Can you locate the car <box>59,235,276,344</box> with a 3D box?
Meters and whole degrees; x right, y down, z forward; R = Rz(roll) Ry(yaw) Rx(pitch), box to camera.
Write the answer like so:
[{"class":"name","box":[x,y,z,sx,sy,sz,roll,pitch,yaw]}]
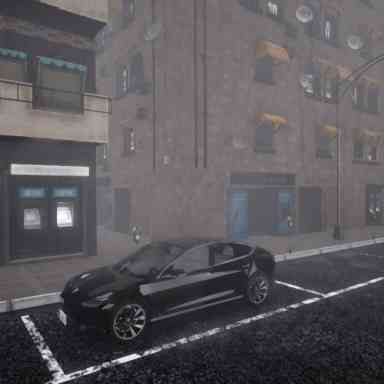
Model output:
[{"class":"car","box":[-0.224,1.566,6.415,4.313,1.339,1.947,0,0,-36]}]
